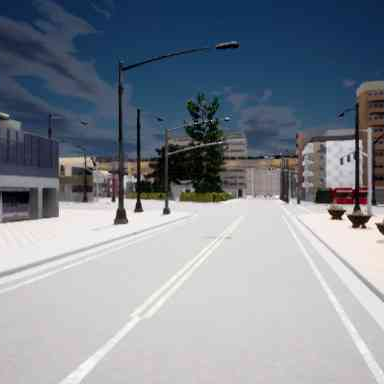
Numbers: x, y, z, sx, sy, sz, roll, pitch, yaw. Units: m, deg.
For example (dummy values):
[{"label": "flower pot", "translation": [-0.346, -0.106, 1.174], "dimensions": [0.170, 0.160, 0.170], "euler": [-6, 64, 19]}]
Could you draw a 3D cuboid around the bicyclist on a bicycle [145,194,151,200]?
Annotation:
[{"label": "bicyclist on a bicycle", "translation": [-11.168, 1.282, 84.296], "dimensions": [1.656, 1.620, 0.582], "euler": [0, 0, -33]}]
